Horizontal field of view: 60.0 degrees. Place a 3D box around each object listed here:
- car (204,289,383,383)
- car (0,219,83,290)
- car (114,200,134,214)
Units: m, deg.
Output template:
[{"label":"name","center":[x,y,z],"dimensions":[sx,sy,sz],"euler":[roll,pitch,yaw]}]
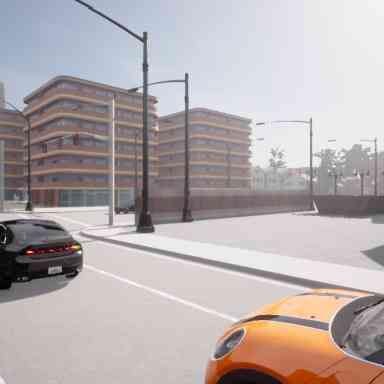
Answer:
[{"label":"car","center":[2.264,1.352,2.345],"dimensions":[4.553,1.767,2.097],"euler":[0,0,40]},{"label":"car","center":[-4.726,1.505,9.238],"dimensions":[1.837,1.490,4.892],"euler":[0,0,-43]},{"label":"car","center":[-5.997,1.547,35.292],"dimensions":[5.357,1.411,2.033],"euler":[0,0,-44]}]
